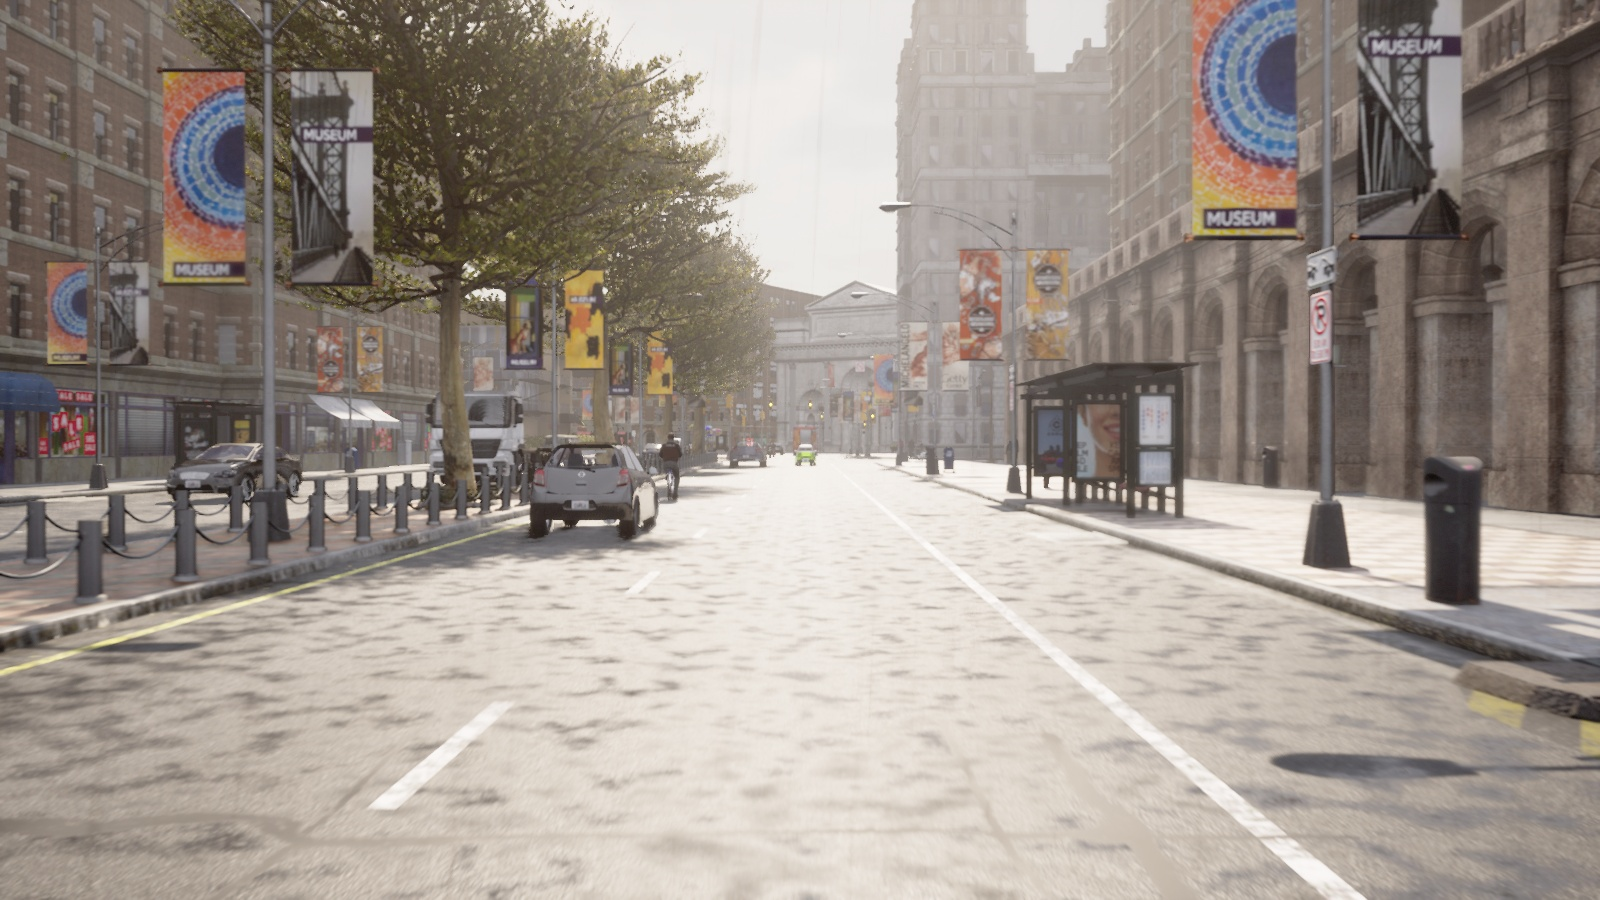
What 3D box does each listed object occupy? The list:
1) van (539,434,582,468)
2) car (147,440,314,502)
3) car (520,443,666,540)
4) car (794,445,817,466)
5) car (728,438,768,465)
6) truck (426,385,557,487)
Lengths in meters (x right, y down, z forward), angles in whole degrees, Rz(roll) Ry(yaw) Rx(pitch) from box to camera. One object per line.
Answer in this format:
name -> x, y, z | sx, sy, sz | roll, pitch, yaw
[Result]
van -> -14.635, 0.049, 76.901 | 1.775, 1.987, 4.442 | 0, 0, 0
car -> -14.819, 0.503, 33.044 | 2.128, 1.511, 4.902 | 0, 0, 1
car -> -3.394, 0.637, 21.248 | 1.845, 1.501, 3.633 | 0, 0, 1
car -> 0.373, 0.340, 81.282 | 1.481, 1.376, 2.207 | 0, 0, 0
car -> -3.207, 0.076, 78.369 | 2.152, 1.651, 5.027 | 0, 0, 1
truck -> -11.272, -0.511, 46.706 | 2.891, 3.462, 7.936 | 0, 0, 0
